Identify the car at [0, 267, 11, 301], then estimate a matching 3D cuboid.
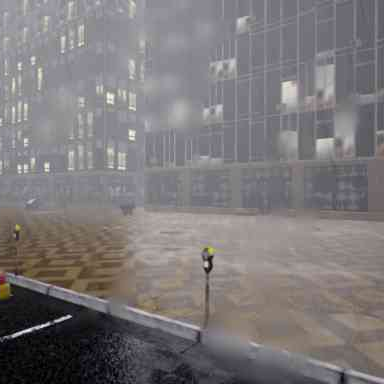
[{"bbox_3d":[-5.585,1.526,6.825,4.829,1.417,1.752,0,0,35],"label":"car"}]
